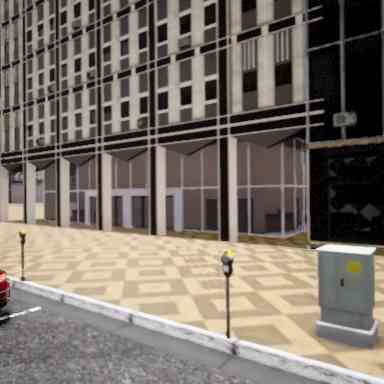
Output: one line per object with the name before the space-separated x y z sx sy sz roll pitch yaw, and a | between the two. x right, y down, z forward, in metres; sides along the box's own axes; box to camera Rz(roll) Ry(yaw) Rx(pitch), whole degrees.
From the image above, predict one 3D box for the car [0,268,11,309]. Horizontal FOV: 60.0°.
car | -5.211 1.667 6.598 4.206 1.307 1.802 -1 -1 36
